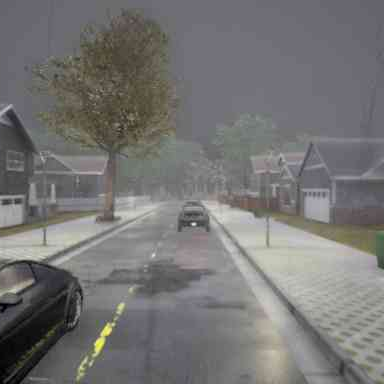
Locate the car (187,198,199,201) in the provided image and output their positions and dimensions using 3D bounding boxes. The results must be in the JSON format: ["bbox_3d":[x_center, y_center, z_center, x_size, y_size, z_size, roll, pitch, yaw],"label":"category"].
[{"bbox_3d":[0.103,1.534,39.270,1.837,1.490,4.892,0,0,0],"label":"car"}]

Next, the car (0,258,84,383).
[{"bbox_3d":[-2.843,1.565,4.030,1.994,1.385,4.181,0,0,0],"label":"car"}]

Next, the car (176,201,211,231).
[{"bbox_3d":[0.102,1.514,20.566,1.837,1.490,4.892,0,0,0],"label":"car"}]
